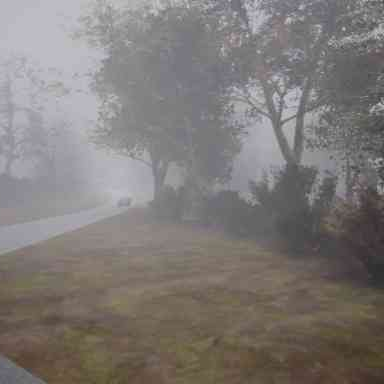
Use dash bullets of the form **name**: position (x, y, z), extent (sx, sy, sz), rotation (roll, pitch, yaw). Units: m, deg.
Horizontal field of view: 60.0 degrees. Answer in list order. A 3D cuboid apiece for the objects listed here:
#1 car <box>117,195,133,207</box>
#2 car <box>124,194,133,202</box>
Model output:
- **car**: position (-11.034, 1.650, 53.975), extent (2.033, 1.411, 5.357), rotation (-2, 1, -5)
- **car**: position (-13.014, 1.280, 68.332), extent (1.895, 1.301, 4.718), rotation (0, 3, -10)
